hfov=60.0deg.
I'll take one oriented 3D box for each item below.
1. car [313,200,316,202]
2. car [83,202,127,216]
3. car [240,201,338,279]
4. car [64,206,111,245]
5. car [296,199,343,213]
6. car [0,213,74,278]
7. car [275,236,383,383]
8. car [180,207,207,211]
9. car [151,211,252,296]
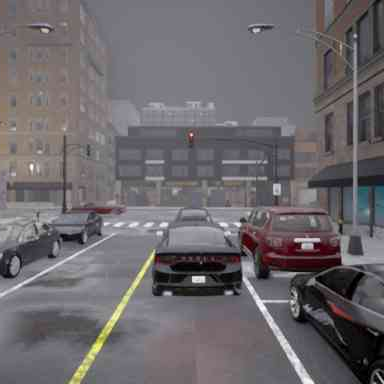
[{"bbox_3d":[15.255,1.301,34.724,5.566,2.045,2.150,0,0,0],"label":"car"},{"bbox_3d":[-8.543,1.561,31.136,4.718,1.301,1.895,0,0,0],"label":"car"},{"bbox_3d":[2.624,1.313,9.952,2.192,1.841,5.009,0,0,0],"label":"car"},{"bbox_3d":[-5.408,1.563,15.604,1.947,1.339,4.313,0,0,0],"label":"car"},{"bbox_3d":[14.444,1.601,37.950,4.674,1.442,1.812,0,0,0],"label":"car"},{"bbox_3d":[-5.401,1.549,9.942,2.008,1.369,4.403,0,0,0],"label":"car"},{"bbox_3d":[2.631,1.565,4.290,1.947,1.339,4.313,0,0,0],"label":"car"},{"bbox_3d":[0.060,1.502,16.274,1.837,1.490,4.892,0,0,0],"label":"car"},{"bbox_3d":[0.063,1.476,8.665,1.882,1.535,5.008,0,0,-1],"label":"car"}]
